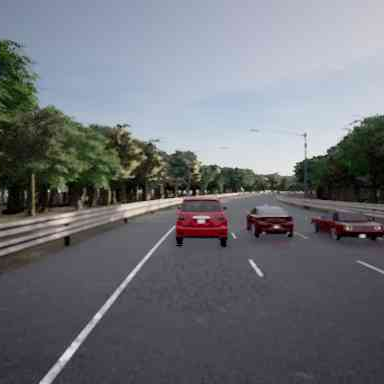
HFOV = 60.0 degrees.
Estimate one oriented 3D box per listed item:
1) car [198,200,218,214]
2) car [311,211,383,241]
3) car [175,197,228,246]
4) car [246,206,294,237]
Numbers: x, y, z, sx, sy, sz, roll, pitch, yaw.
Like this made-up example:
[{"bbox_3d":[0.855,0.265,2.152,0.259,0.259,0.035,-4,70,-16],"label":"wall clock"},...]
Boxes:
[{"bbox_3d":[1.844,1.583,36.128,1.994,1.385,4.181,0,0,5],"label":"car"},{"bbox_3d":[7.522,1.614,16.682,1.895,1.301,4.718,0,0,3],"label":"car"},{"bbox_3d":[0.468,1.229,15.599,2.150,2.045,5.566,0,0,2],"label":"car"},{"bbox_3d":[4.090,1.489,18.108,1.882,1.535,5.008,0,0,3],"label":"car"}]
